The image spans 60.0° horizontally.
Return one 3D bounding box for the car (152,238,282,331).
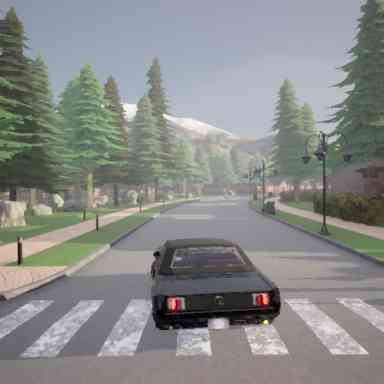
[{"bbox_3d":[0.164,1.616,6.936,1.895,1.301,4.718,-1,-1,-5],"label":"car"}]
